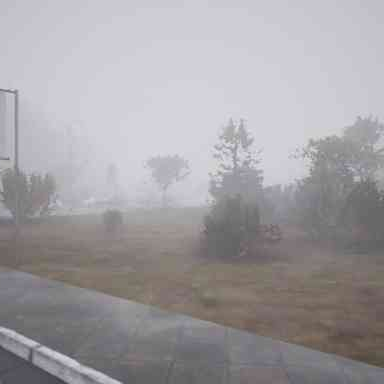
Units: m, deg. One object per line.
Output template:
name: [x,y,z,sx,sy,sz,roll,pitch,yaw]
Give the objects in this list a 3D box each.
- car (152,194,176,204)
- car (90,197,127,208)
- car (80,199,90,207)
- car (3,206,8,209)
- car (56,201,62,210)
car: [-4.829,1.150,56.503,2.097,1.767,4.553,0,1,41]
car: [-11.664,1.415,47.952,1.882,1.535,5.008,0,0,39]
car: [-14.483,1.464,50.041,1.812,1.442,4.674,0,0,39]
car: [-20.776,1.541,42.137,2.033,1.411,5.357,0,0,39]
car: [-17.998,1.519,40.005,1.812,1.442,4.674,0,0,39]
